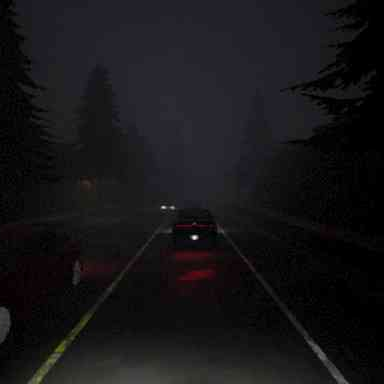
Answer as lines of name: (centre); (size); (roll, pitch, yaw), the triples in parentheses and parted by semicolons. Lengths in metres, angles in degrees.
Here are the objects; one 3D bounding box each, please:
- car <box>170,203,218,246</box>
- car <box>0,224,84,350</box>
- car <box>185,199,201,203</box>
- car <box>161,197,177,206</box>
car: (0.103, 1.443, 14.958); (1.837, 1.490, 4.892); (0, 0, 0)
car: (-3.599, 1.452, 6.243); (1.882, 1.535, 5.008); (0, 0, 0)
car: (0.107, 1.449, 37.236); (1.895, 1.301, 4.718); (0, 0, 0)
car: (-3.340, 1.367, 48.427); (1.994, 1.385, 4.181); (0, 0, 3)
